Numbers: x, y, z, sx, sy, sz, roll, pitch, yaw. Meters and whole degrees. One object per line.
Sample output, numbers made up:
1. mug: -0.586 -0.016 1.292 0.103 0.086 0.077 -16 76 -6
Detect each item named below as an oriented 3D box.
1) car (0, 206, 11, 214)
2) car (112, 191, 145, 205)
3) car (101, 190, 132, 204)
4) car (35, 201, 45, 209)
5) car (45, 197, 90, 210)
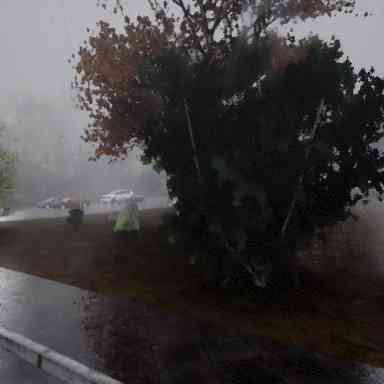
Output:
1. car: -21.670 1.737 34.628 1.895 1.301 4.718 0 1 39
2. car: -9.137 1.052 50.234 1.812 1.442 4.674 0 2 39
3. car: -11.689 0.754 52.637 2.150 2.045 5.566 0 2 39
4. car: -18.318 1.448 44.396 1.837 1.490 4.892 0 2 39
5. car: -15.461 1.395 42.365 1.882 1.535 5.008 0 1 39
